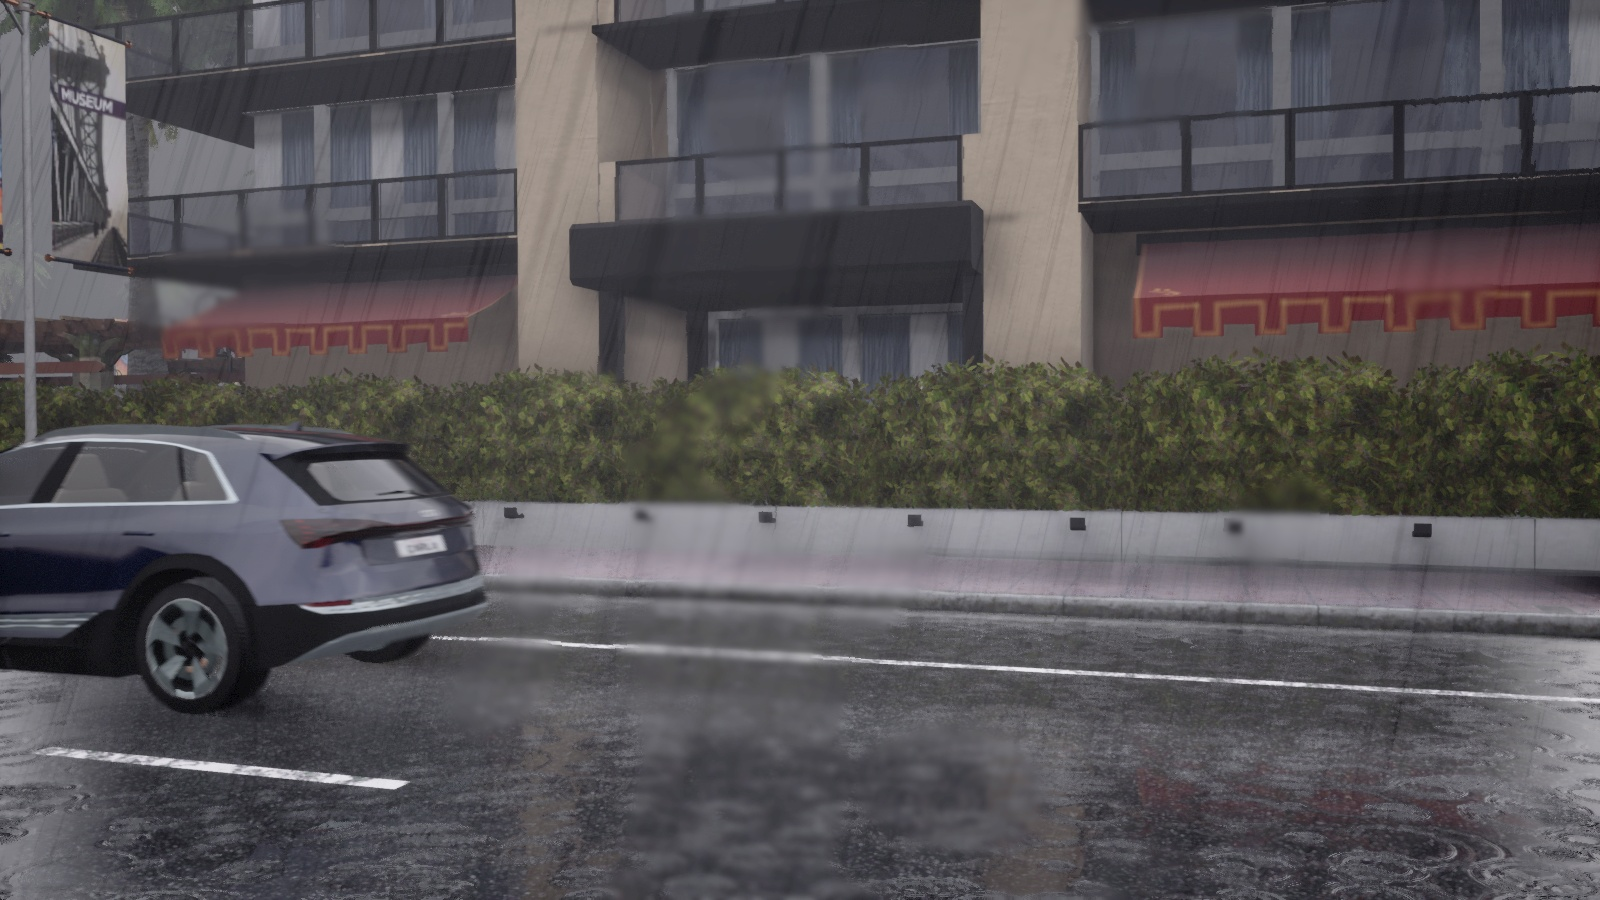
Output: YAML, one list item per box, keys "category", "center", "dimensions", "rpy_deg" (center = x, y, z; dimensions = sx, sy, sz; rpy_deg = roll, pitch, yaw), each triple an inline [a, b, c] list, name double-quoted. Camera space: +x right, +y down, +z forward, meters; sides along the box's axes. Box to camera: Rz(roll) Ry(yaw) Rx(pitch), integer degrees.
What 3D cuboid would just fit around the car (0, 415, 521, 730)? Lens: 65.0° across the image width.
- category: "car"
  center: [-4.510, 0.607, 8.287]
  dimensions: [4.856, 1.649, 2.033]
  rpy_deg: [1, 1, 18]
